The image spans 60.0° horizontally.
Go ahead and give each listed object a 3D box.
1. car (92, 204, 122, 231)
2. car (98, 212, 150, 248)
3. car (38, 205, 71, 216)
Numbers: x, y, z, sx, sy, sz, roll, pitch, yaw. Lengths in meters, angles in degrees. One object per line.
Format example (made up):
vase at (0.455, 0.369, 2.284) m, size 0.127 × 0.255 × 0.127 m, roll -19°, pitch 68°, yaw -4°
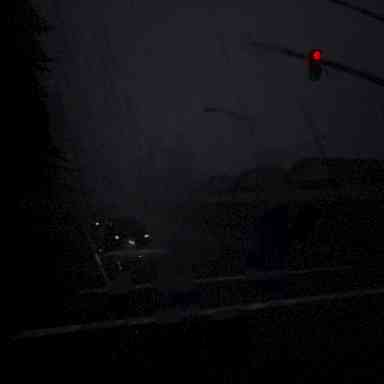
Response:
car at (-7.195, 2.055, 28.026) m, size 2.150 × 2.045 × 5.566 m, roll 0°, pitch -2°, yaw -20°
car at (-3.694, 2.079, 18.108) m, size 2.033 × 1.411 × 5.357 m, roll 0°, pitch -2°, yaw -20°
car at (-20.448, 2.868, 49.162) m, size 4.902 × 1.511 × 2.128 m, roll -1°, pitch -1°, yaw -10°
